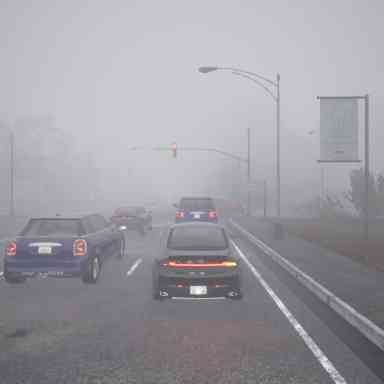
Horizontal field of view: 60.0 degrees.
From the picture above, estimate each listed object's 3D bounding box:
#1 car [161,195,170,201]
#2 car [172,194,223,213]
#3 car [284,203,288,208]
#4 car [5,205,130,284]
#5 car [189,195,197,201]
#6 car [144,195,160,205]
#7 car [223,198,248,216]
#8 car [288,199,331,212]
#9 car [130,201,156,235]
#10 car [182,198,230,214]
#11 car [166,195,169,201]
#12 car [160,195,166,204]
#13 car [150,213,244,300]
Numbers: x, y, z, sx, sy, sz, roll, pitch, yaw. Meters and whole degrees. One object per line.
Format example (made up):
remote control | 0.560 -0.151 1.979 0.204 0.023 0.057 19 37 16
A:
car | -6.806 1.494 85.166 1.837 1.490 4.892 0 0 0
car | 0.165 1.221 18.211 2.150 2.045 5.566 0 0 -2
car | 14.550 1.547 42.112 5.357 1.411 2.033 0 0 3
car | -3.378 1.352 9.778 2.097 1.767 4.553 0 0 0
car | 0.196 1.471 85.913 1.882 1.535 5.008 0 0 0
car | -6.958 1.526 55.704 1.812 1.442 4.674 0 0 0
car | 3.107 1.352 32.067 4.553 1.767 2.097 0 0 3
car | 14.140 1.505 38.629 4.892 1.490 1.837 0 0 3
car | -3.358 1.505 18.738 1.837 1.490 4.892 0 0 0
car | 1.527 1.477 35.666 5.008 1.535 1.882 0 0 3
car | -6.829 1.478 75.209 1.882 1.535 5.008 0 0 0
car | -6.887 1.547 65.431 2.033 1.411 5.357 0 0 1
car | 0.119 1.505 8.363 1.837 1.490 4.892 0 0 0
